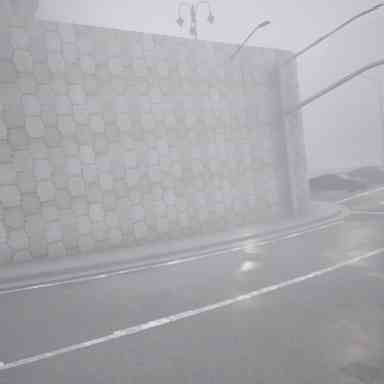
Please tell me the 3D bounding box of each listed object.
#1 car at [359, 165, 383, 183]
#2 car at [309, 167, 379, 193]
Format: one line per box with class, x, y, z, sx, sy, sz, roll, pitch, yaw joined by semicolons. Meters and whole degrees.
car;14.523;-1.376;26.532;1.882;1.535;5.008;-12;7;-36
car;11.090;-0.753;25.261;1.812;1.442;4.674;-11;7;-35
